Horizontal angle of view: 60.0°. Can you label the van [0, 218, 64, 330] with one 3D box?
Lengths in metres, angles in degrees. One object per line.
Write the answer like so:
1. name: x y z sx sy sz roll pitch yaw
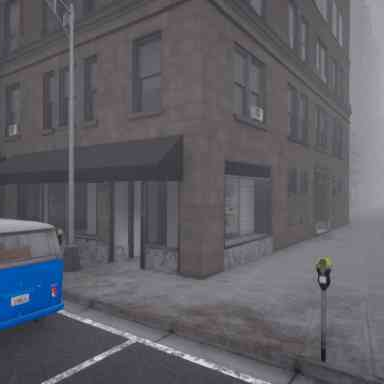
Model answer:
1. van: -4.024 1.341 5.948 3.998 1.788 1.690 0 0 35
